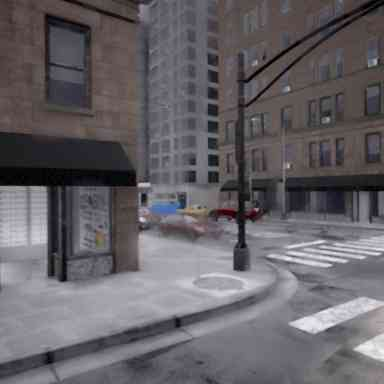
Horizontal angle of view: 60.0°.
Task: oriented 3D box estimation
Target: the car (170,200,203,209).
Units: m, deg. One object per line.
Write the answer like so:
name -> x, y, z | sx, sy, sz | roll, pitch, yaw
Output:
car -> 0.198, 1.804, 31.716 | 1.752, 1.417, 4.829 | -1, 0, -36

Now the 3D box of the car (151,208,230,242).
car -> -0.191, 1.778, 17.662 | 1.802, 1.307, 4.206 | -1, 0, -36

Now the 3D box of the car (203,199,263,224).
car -> 3.507, 1.521, 27.109 | 2.192, 1.841, 5.009 | -1, 0, -36

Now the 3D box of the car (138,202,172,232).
car -> -3.409, 1.705, 22.130 | 1.967, 1.590, 4.097 | -1, 0, -36

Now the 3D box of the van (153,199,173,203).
van -> -2.921, 1.688, 36.045 | 1.690, 1.788, 3.998 | -1, 0, -36
